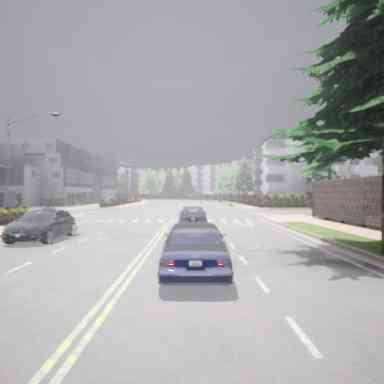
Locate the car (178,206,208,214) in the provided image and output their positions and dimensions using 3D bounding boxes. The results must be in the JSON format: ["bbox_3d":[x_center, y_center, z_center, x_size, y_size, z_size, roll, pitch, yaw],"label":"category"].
[{"bbox_3d":[0.063,1.652,21.839,2.033,1.411,5.357,0,0,0],"label":"car"}]

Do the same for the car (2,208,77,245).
[{"bbox_3d":[-7.089,1.584,15.963,1.837,1.490,4.892,0,-1,0],"label":"car"}]

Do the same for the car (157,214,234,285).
[{"bbox_3d":[0.082,1.594,9.647,2.033,1.411,5.357,0,0,0],"label":"car"}]
